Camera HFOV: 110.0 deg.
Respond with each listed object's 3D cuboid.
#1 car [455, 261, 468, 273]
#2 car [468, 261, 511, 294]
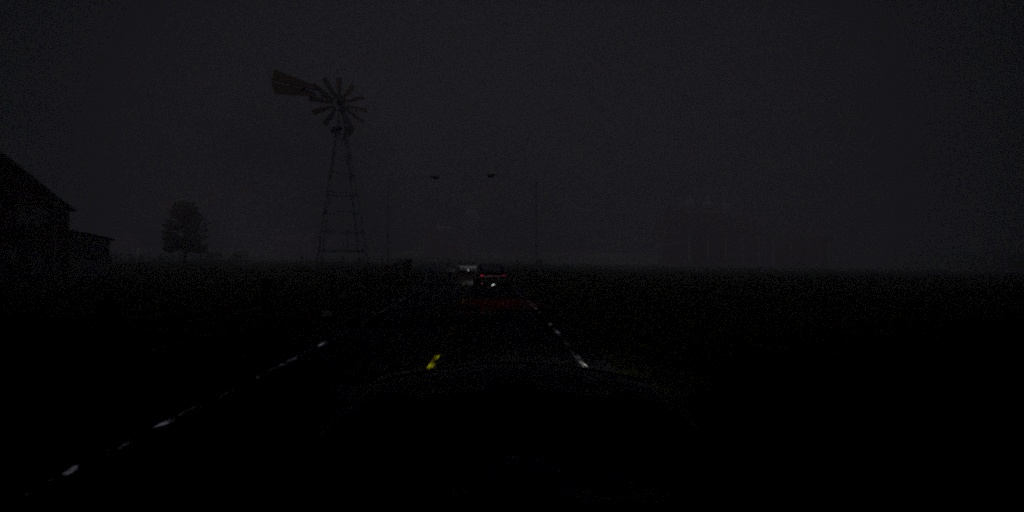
[{"bbox_3d":[-5.104,1.158,39.279,1.895,1.301,4.718,0,0,-15],"label":"car"},{"bbox_3d":[-1.196,1.161,19.584,2.128,1.511,4.902,0,0,-7],"label":"car"}]
